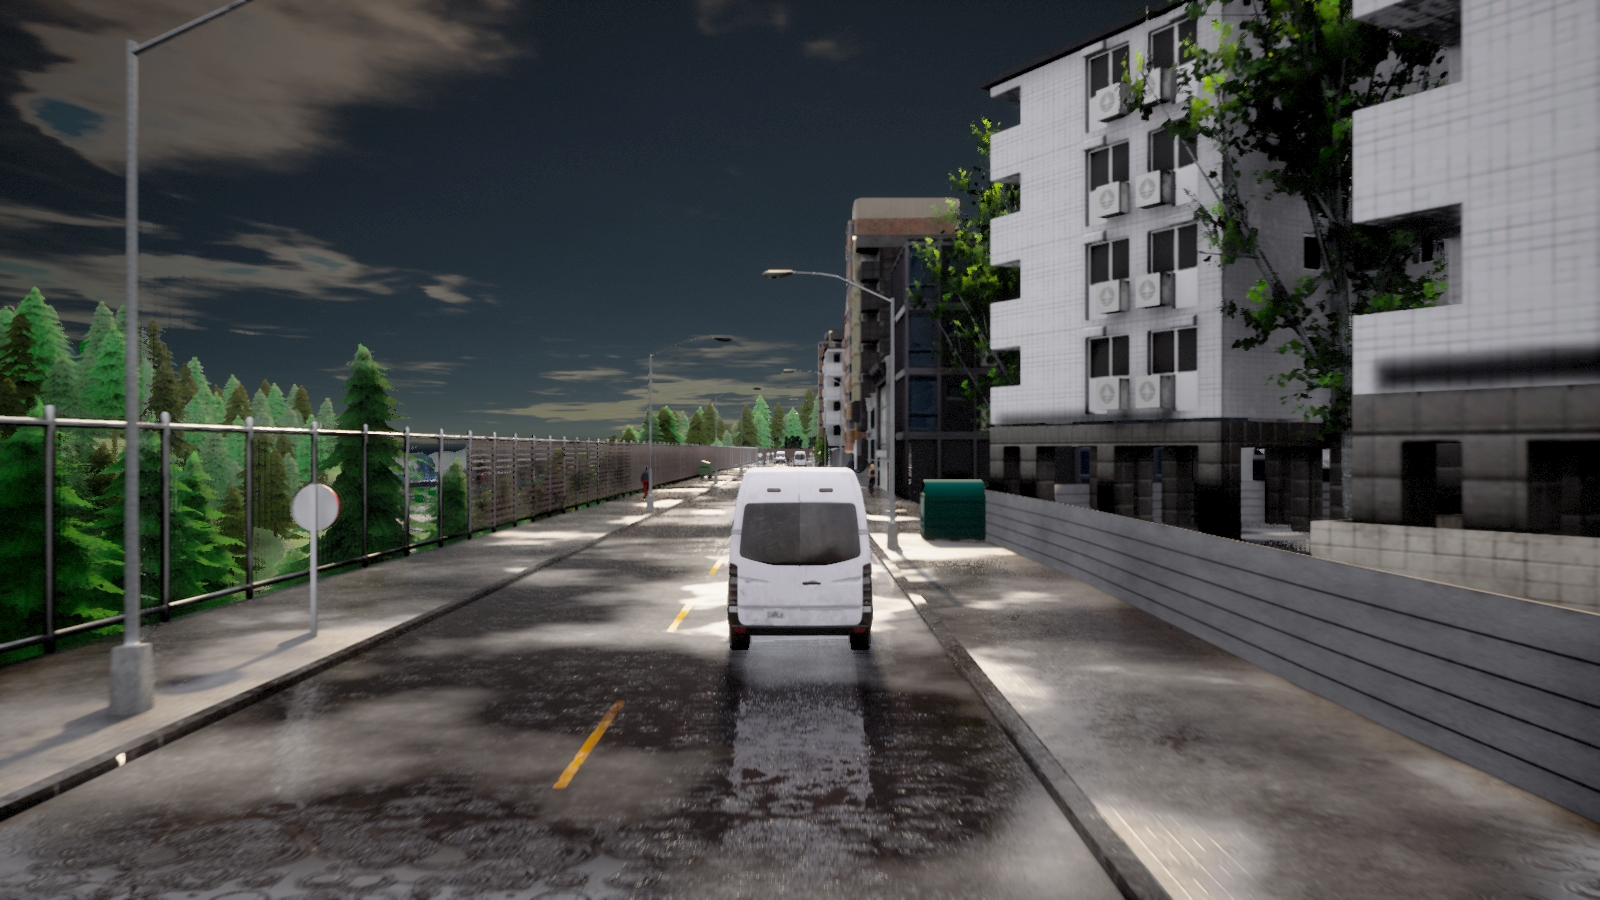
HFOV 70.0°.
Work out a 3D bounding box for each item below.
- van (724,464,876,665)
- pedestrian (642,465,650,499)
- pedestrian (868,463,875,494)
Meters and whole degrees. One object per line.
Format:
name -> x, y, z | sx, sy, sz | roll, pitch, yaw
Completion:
van -> -0.005, 1.534, 17.899 | 1.988, 2.561, 5.915 | 0, 0, 0
pedestrian -> -8.462, 1.745, 62.824 | 0.375, 1.860, 0.375 | 0, 0, 1
pedestrian -> 4.379, 1.744, 69.585 | 0.375, 1.860, 0.375 | 0, 0, -3
